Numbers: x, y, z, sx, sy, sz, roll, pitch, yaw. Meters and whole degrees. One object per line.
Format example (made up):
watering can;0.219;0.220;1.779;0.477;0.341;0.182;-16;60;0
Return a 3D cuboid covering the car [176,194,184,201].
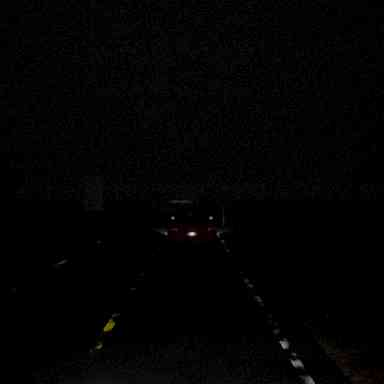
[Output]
car;-2.750;1.269;78.771;1.837;1.490;4.892;0;0;0

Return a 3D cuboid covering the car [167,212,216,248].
car;0.000;1.564;14.650;1.994;1.385;4.181;0;0;0
